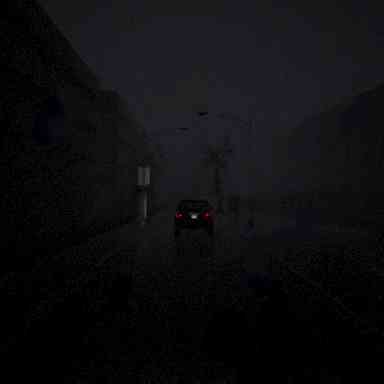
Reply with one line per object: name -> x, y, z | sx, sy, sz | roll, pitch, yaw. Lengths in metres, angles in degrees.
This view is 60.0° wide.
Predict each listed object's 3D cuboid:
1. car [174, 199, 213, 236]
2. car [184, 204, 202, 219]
car -> 0.088, 1.453, 20.216 | 2.150, 2.045, 5.566 | 0, -1, 0
car -> 0.103, 2.221, 38.500 | 1.882, 1.535, 5.008 | 0, -2, 0
